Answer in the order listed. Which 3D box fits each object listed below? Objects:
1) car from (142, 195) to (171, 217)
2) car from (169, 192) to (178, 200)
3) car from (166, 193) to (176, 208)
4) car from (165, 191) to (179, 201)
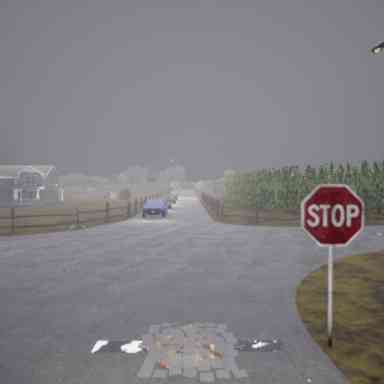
[{"bbox_3d":[-3.162,1.312,29.172,1.882,1.535,5.008,0,1,-1],"label":"car"},{"bbox_3d":[-3.365,1.028,48.873,1.994,1.385,4.181,0,1,0],"label":"car"},{"bbox_3d":[-3.265,1.233,39.004,2.033,1.411,5.357,0,1,-1],"label":"car"},{"bbox_3d":[-3.466,0.691,59.046,2.128,1.511,4.902,0,2,0],"label":"car"}]
